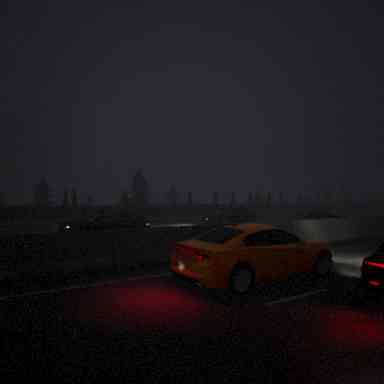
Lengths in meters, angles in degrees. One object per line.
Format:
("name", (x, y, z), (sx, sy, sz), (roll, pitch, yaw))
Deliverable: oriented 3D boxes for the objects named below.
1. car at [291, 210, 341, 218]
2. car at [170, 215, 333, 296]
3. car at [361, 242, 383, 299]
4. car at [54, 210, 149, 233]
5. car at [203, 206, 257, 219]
("car", (7.641, 1.882, 21.745), (5.357, 1.411, 2.033), (1, -1, -34))
("car", (1.799, 1.608, 9.093), (5.008, 1.535, 1.882), (1, -1, -34))
("car", (5.796, 1.637, 7.573), (4.892, 1.490, 1.837), (1, -1, -34))
("car", (-4.661, 1.704, 17.639), (4.902, 1.511, 2.128), (1, -1, -34))
("car", (3.148, 1.889, 27.155), (4.892, 1.490, 1.837), (1, -1, -34))
